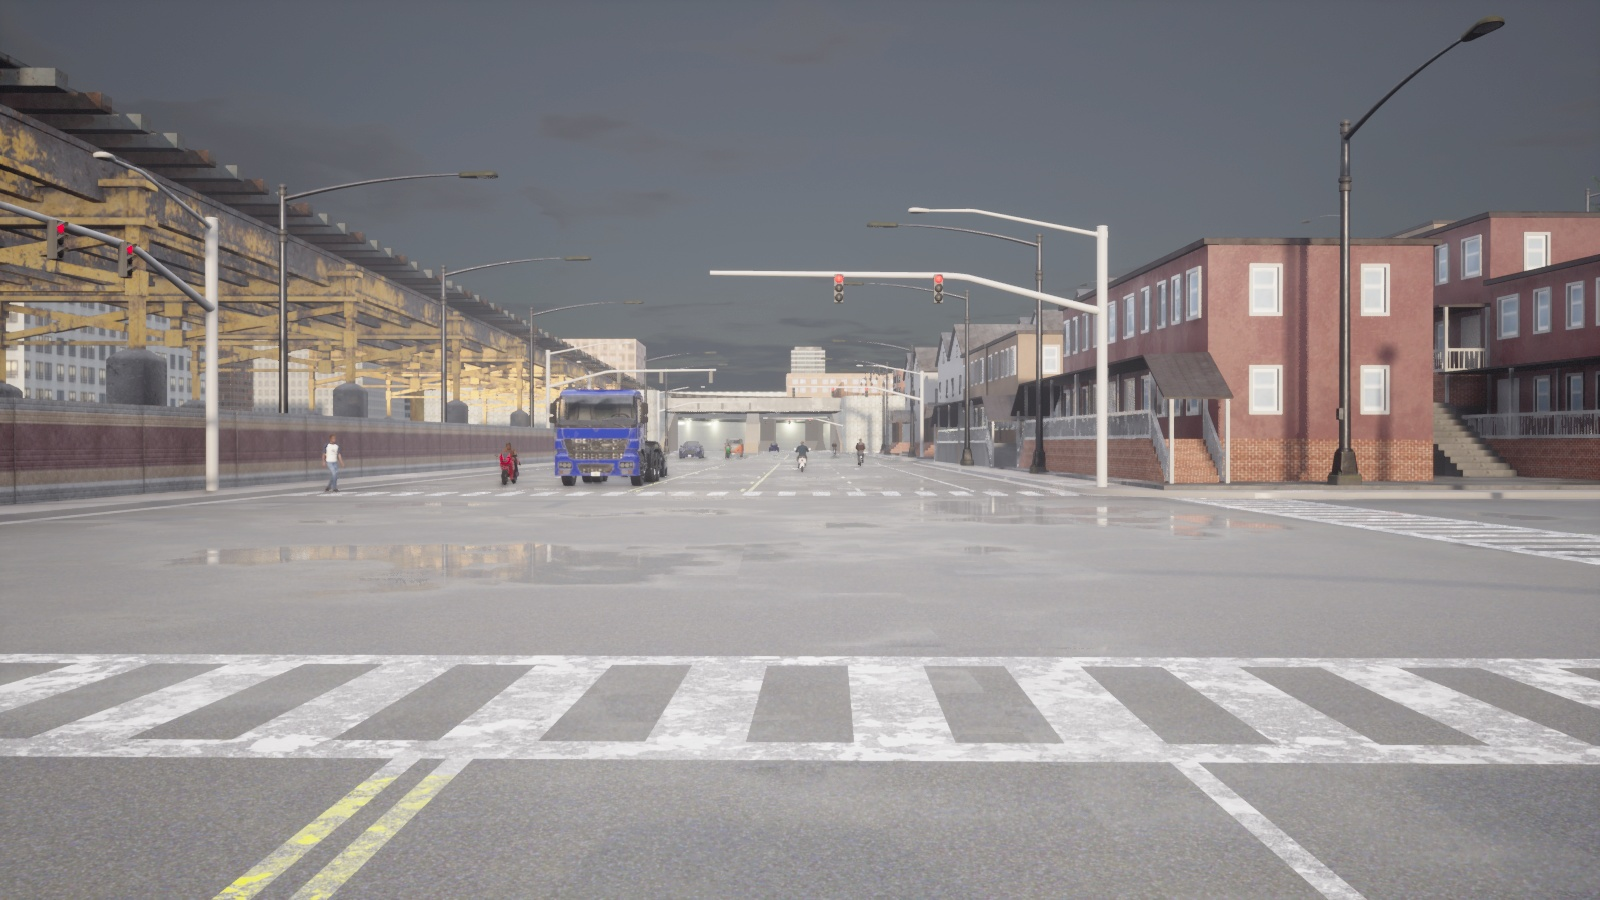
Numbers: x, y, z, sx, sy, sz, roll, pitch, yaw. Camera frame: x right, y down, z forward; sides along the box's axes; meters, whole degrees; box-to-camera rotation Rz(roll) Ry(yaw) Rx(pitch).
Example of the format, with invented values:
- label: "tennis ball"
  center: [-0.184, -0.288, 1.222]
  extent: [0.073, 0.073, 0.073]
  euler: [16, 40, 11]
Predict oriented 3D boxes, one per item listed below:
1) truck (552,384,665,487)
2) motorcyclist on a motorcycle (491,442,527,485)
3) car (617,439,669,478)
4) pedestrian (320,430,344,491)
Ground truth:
- label: "truck"
  center: [-6.849, -0.501, 46.083]
  extent: [2.891, 3.462, 7.936]
  euler: [0, 0, 0]
- label: "motorcyclist on a motorcycle"
  center: [-10.412, 0.466, 44.989]
  extent: [0.797, 1.523, 2.044]
  euler: [0, 0, 0]
- label: "car"
  center: [-6.957, 0.352, 56.215]
  extent: [2.033, 1.649, 4.856]
  euler: [0, 1, -4]
- label: "pedestrian"
  center: [-14.182, 0.314, 38.039]
  extent: [0.706, 1.836, 0.354]
  euler: [0, 0, 36]
